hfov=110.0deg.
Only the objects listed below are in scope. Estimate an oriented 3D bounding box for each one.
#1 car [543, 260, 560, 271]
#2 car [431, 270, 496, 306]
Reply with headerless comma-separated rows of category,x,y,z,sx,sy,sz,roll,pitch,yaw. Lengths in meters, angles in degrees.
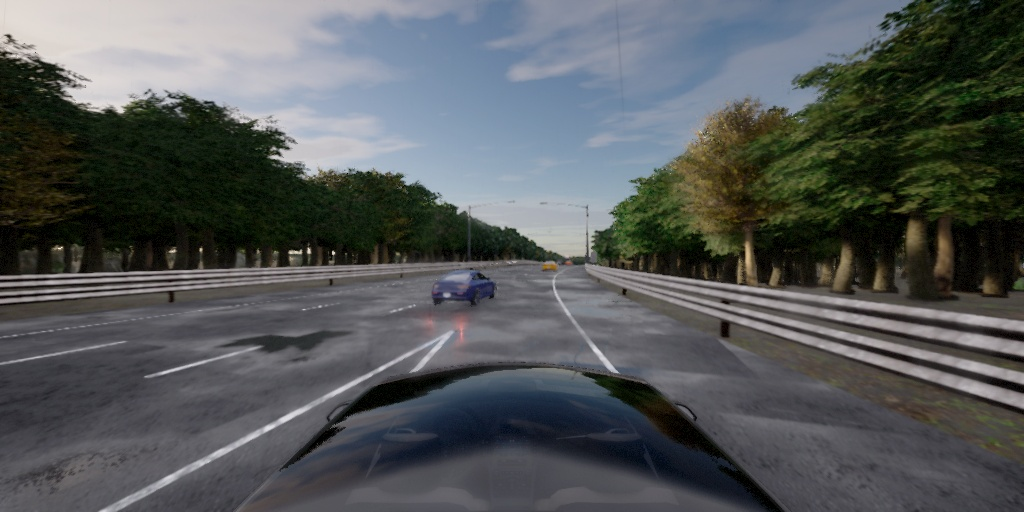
car,5.881,1.554,55.063,1.882,1.535,5.008,0,0,11
car,-2.046,1.354,16.130,1.812,1.442,4.674,0,0,12
